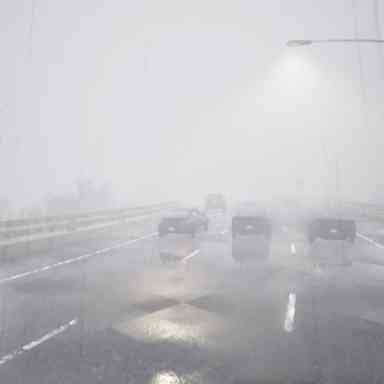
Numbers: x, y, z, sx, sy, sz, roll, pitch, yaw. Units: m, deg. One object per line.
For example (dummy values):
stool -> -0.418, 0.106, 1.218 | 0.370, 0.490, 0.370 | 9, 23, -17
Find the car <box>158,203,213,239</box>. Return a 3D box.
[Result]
car -> -0.356, 1.525, 17.507 | 1.812, 1.442, 4.674 | 0, 0, 14

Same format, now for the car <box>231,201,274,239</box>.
car -> 3.248, 1.472, 17.560 | 1.882, 1.535, 5.008 | 0, 0, 14

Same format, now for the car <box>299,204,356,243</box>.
car -> 6.469, 1.468, 16.089 | 1.882, 1.535, 5.008 | 0, 0, 14

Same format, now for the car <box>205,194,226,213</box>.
car -> 2.603, 1.215, 37.200 | 2.150, 2.045, 5.566 | 0, 0, 4

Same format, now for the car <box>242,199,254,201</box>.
car -> 5.979, 1.515, 35.700 | 1.812, 1.442, 4.674 | 0, 0, 4

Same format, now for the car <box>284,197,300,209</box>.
car -> 13.922, 1.456, 46.154 | 1.882, 1.535, 5.008 | 0, 0, 20
